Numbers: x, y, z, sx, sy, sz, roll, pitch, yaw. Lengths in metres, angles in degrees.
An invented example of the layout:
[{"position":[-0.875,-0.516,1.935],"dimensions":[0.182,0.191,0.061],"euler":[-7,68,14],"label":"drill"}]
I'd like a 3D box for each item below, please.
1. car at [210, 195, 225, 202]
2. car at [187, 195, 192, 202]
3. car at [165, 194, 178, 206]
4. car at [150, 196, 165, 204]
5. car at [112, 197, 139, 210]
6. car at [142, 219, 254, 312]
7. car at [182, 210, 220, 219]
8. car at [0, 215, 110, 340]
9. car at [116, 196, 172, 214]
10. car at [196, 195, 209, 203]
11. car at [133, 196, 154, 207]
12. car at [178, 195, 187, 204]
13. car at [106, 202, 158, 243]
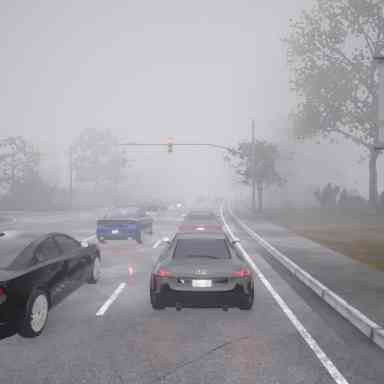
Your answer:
[{"position":[5.813,1.472,74.296],"dimensions":[1.882,1.535,5.008],"euler":[0,0,9],"label":"car"},{"position":[-1.331,1.355,73.922],"dimensions":[2.097,1.767,4.553],"euler":[0,0,9],"label":"car"},{"position":[-4.026,1.505,53.811],"dimensions":[1.837,1.490,4.892],"euler":[0,0,7],"label":"car"},{"position":[-6.477,1.564,62.600],"dimensions":[1.994,1.385,4.181],"euler":[0,0,7],"label":"car"},{"position":[-8.572,1.491,43.477],"dimensions":[2.128,1.511,4.902],"euler":[0,0,5],"label":"car"},{"position":[0.216,1.564,7.818],"dimensions":[1.994,1.385,4.181],"euler":[0,0,1],"label":"car"},{"position":[0.440,1.564,16.218],"dimensions":[1.994,1.385,4.181],"euler":[0,0,2],"label":"car"},{"position":[-3.303,1.478,6.655],"dimensions":[1.882,1.535,5.008],"euler":[0,0,1],"label":"car"},{"position":[-4.998,1.493,34.531],"dimensions":[4.902,1.511,2.128],"euler":[0,0,-21],"label":"car"},{"position":[1.969,1.501,71.943],"dimensions":[1.837,1.490,4.892],"euler":[0,0,9],"label":"car"},{"position":[-7.667,1.491,52.660],"dimensions":[2.128,1.511,4.902],"euler":[0,0,6],"label":"car"},{"position":[-2.785,1.601,63.848],"dimensions":[1.895,1.301,4.718],"euler":[0,0,8],"label":"car"},{"position":[-3.068,1.478,16.054],"dimensions":[1.882,1.535,5.008],"euler":[0,0,2],"label":"car"}]
